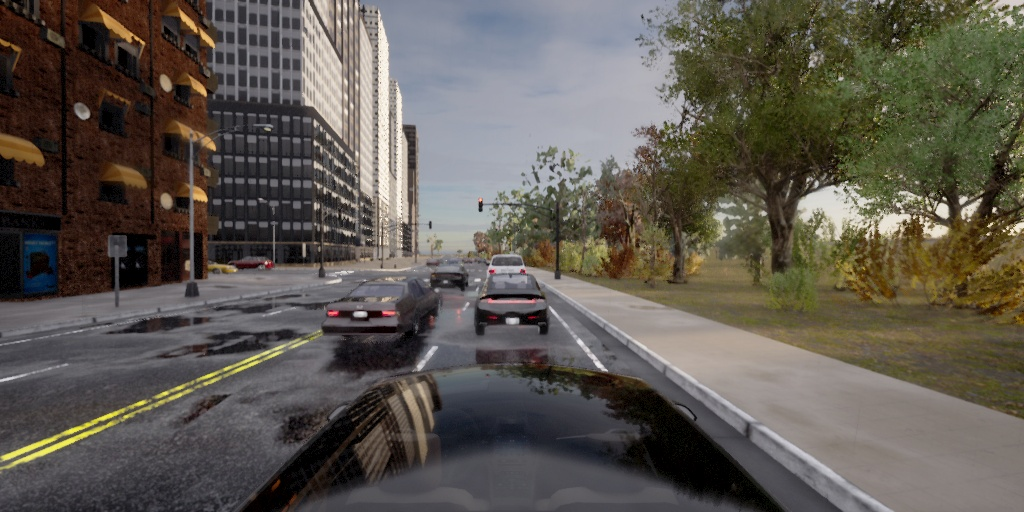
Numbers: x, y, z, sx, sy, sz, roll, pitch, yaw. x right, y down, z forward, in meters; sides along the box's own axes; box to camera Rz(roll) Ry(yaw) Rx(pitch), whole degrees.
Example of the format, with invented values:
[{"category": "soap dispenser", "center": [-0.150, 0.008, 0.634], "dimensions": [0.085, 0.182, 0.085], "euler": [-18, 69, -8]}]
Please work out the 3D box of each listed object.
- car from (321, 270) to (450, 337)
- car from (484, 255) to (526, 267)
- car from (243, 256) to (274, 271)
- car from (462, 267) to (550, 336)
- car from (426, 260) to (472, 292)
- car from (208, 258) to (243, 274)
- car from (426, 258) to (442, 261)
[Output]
[{"category": "car", "center": [-3.273, 1.289, 10.154], "dimensions": [2.033, 1.411, 5.357], "euler": [0, 0, -1]}, {"category": "car", "center": [-0.339, 0.948, 20.843], "dimensions": [2.150, 2.045, 5.566], "euler": [0, 0, -2]}, {"category": "car", "center": [-28.725, 0.771, 39.293], "dimensions": [4.097, 1.591, 1.967], "euler": [0, 0, -11]}, {"category": "car", "center": [-0.030, 1.232, 10.407], "dimensions": [2.128, 1.511, 4.902], "euler": [0, 0, -1]}, {"category": "car", "center": [-3.613, 1.204, 21.278], "dimensions": [1.882, 1.535, 5.008], "euler": [0, 0, -3]}, {"category": "car", "center": [-26.688, 0.913, 30.981], "dimensions": [4.829, 1.417, 1.751], "euler": [0, 0, -11]}, {"category": "car", "center": [-13.653, 1.134, 61.709], "dimensions": [1.882, 1.535, 5.008], "euler": [0, 0, -7]}]
